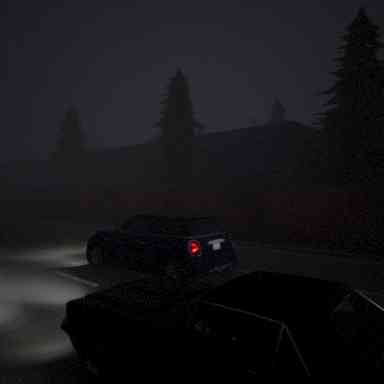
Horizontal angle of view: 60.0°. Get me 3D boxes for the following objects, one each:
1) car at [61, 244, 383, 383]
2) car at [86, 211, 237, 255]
[{"bbox_3d":[0.612,1.607,3.665,4.718,1.301,1.895,0,0,37],"label":"car"},{"bbox_3d":[-1.035,1.359,9.545,4.553,1.767,2.097,0,0,39],"label":"car"}]
